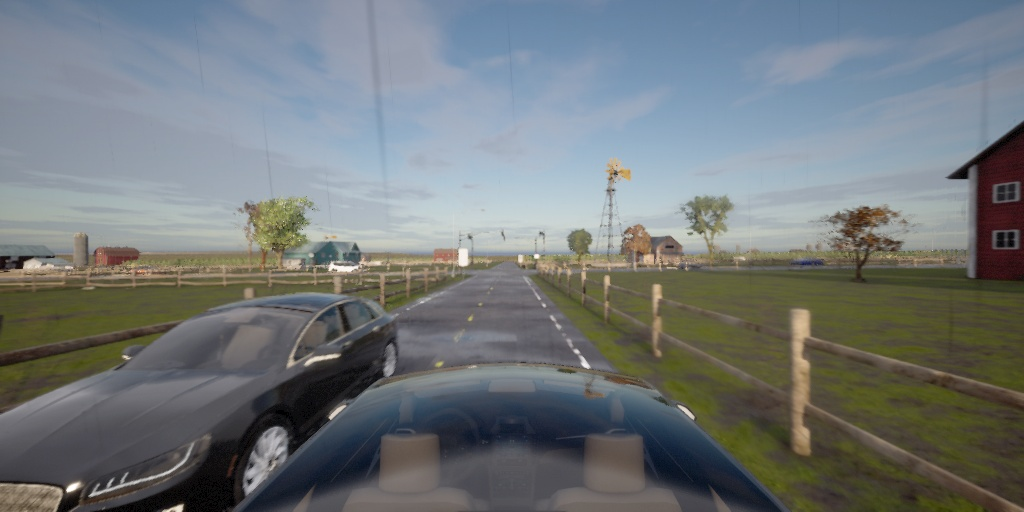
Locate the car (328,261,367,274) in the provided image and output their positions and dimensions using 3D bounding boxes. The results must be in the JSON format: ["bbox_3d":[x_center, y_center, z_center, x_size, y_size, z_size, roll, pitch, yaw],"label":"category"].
[{"bbox_3d":[-25.807,1.901,56.340,5.566,2.045,2.150,1,1,0],"label":"car"}]

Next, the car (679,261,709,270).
[{"bbox_3d":[28.634,1.432,56.475,4.181,1.385,1.994,-1,1,0],"label":"car"}]

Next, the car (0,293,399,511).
[{"bbox_3d":[-2.851,1.278,4.347,1.837,1.490,4.892,0,-1,0],"label":"car"}]
